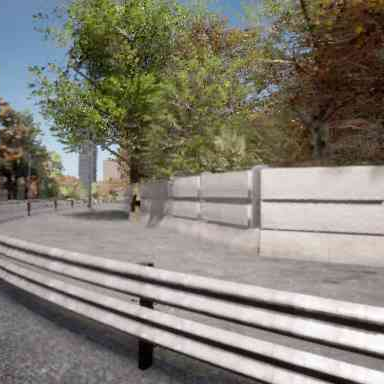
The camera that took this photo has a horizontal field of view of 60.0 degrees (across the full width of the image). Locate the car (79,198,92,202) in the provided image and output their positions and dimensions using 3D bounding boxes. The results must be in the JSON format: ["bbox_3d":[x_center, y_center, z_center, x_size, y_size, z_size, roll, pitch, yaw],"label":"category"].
[{"bbox_3d":[-23.810,2.019,72.812,1.994,1.385,4.181,1,-1,-8],"label":"car"}]

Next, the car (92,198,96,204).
[{"bbox_3d":[-25.179,2.207,82.678,1.882,1.535,5.008,1,-1,-8],"label":"car"}]
